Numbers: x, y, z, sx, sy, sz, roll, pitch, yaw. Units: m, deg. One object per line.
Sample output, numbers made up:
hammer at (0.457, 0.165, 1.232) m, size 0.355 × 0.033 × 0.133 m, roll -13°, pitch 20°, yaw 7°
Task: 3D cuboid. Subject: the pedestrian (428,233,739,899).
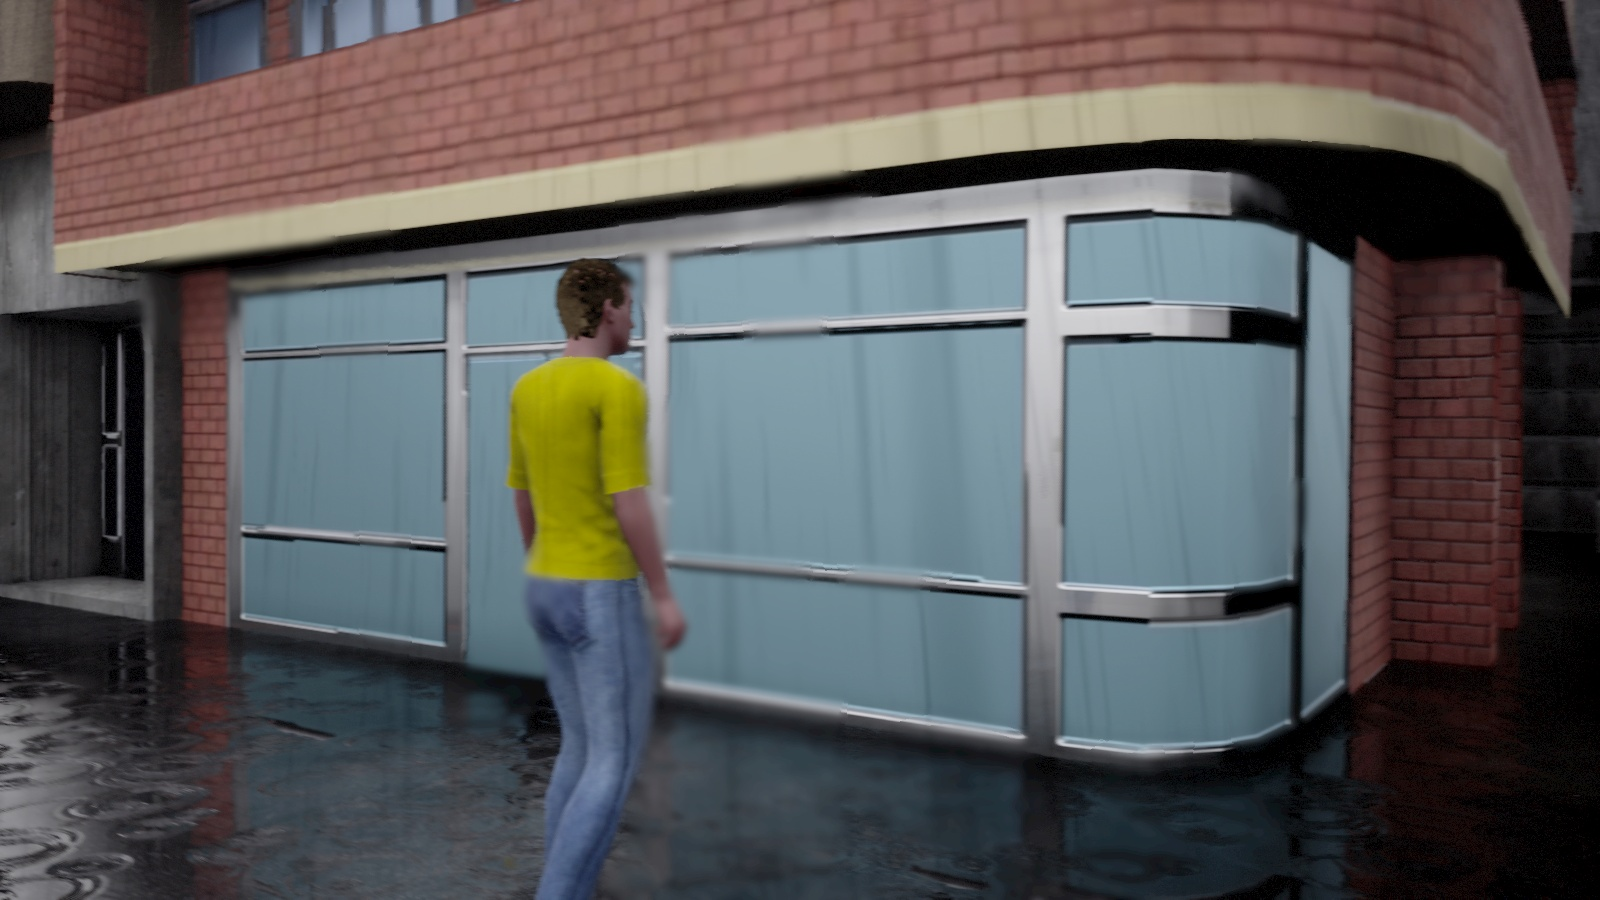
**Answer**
pedestrian at (-0.557, 0.404, 3.309) m, size 0.706 × 1.836 × 0.354 m, roll -1°, pitch 1°, yaw -41°
